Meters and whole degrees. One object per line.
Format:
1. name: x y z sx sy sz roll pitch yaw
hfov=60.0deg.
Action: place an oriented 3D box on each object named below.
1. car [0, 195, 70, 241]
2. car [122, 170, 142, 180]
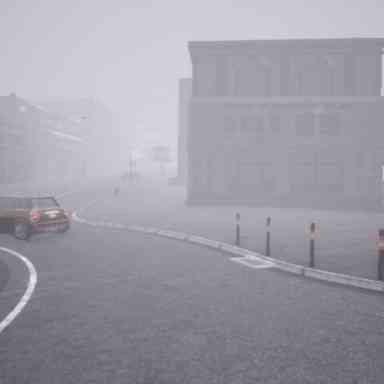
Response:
1. car: -7.422 0.887 13.869 4.553 1.767 2.097 2 2 23
2. car: -9.513 -2.806 53.083 1.837 1.490 4.892 1 7 11
